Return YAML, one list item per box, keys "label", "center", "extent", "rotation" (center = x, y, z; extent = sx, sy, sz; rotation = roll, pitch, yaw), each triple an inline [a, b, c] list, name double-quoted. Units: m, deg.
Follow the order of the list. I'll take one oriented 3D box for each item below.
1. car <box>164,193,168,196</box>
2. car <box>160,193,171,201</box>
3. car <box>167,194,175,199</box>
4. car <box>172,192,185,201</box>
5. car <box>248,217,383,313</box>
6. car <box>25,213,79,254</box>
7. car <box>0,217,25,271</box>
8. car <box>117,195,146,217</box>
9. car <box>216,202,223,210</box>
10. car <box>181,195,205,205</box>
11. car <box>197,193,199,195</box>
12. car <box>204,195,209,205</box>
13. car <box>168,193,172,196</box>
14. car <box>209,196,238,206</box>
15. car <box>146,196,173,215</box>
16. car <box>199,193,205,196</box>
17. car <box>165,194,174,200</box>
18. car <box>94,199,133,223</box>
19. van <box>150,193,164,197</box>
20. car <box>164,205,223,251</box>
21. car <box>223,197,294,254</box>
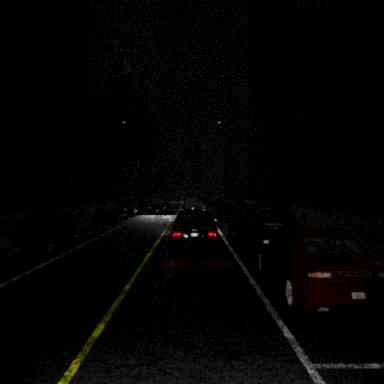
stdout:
- label: "car"
  center: [-5.882, 1.261, 58.309]
  extent: [1.967, 1.590, 4.097]
  rotation: [0, 0, 0]
- label: "car"
  center: [-5.888, 1.113, 75.227]
  extent: [2.192, 1.841, 5.009]
  rotation: [0, 0, 0]
- label: "car"
  center: [-5.896, 1.228, 92.146]
  extent: [1.967, 1.590, 4.097]
  rotation: [0, 0, 0]
- label: "car"
  center: [-3.029, 1.195, 72.654]
  extent: [1.837, 1.490, 4.892]
  rotation: [0, 0, 0]
- label: "car"
  center: [2.665, 1.513, 7.552]
  extent: [1.887, 1.381, 4.507]
  rotation: [0, 0, 0]
- label: "car"
  center: [-5.862, 1.513, 13.194]
  extent: [1.947, 1.339, 4.313]
  rotation: [0, 0, 0]
- label: "car"
  center: [-5.859, 1.495, 7.384]
  extent: [1.752, 1.417, 4.829]
  rotation: [0, 0, 0]
- label: "car"
  center: [-5.869, 1.203, 30.112]
  extent: [2.192, 1.841, 5.009]
  rotation: [0, 0, 0]
- label: "car"
  center: [2.661, 1.493, 18.829]
  extent: [1.947, 1.339, 4.313]
  rotation: [0, 0, 0]
- label: "car"
  center: [0.084, 1.397, 34.835]
  extent: [1.812, 1.442, 4.674]
  rotation: [0, 0, 0]
- label: "car"
  center: [2.640, 1.245, 69.578]
  extent: [1.967, 1.590, 4.097]
  rotation: [0, 0, 0]
- label: "car"
  center: [2.983, 1.324, 43.509]
  extent: [1.882, 1.535, 5.008]
  rotation: [0, 0, 0]
- label: "car"
  center: [-5.886, 1.120, 69.589]
  extent: [2.192, 1.841, 5.009]
  rotation: [0, 0, 0]
- label: "car"
  center: [2.659, 1.223, 24.467]
  extent: [2.192, 1.841, 5.009]
  rotation: [0, 0, 0]
- label: "car"
  center: [-3.111, 1.406, 32.176]
  extent: [1.812, 1.442, 4.674]
  rotation: [0, 0, 0]
- label: "car"
  center: [2.642, 1.358, 63.940]
  extent: [1.887, 1.381, 4.507]
  rotation: [0, 0, 0]
- label: "car"
  center: [-5.893, 1.229, 86.507]
  extent: [1.967, 1.590, 4.097]
  rotation: [0, 0, 0]
- label: "car"
  center: [-5.867, 1.452, 24.473]
  extent: [1.887, 1.381, 4.507]
  rotation: [0, 0, 0]
- label: "van"
  center: [-5.879, 1.170, 52.670]
  extent: [1.690, 1.788, 3.998]
  rotation: [0, 0, 0]
- label: "car"
  center: [0.089, 1.493, 13.786]
  extent: [2.033, 1.411, 5.357]
  rotation: [0, 0, 0]
- label: "car"
  center: [2.664, 1.262, 13.190]
  extent: [2.192, 1.841, 5.009]
  rotation: [0, 0, 0]
